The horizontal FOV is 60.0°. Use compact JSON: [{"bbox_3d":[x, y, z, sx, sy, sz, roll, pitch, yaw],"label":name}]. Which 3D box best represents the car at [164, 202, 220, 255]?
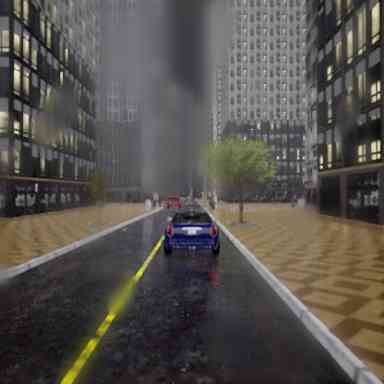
[{"bbox_3d":[-0.002,1.486,14.078,2.097,1.767,4.553,0,-1,0],"label":"car"}]

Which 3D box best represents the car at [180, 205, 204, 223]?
[{"bbox_3d":[-0.007,1.853,29.287,1.994,1.385,4.181,0,-1,0],"label":"car"}]

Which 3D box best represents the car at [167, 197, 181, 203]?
[{"bbox_3d":[-3.017,1.786,56.717,2.150,2.045,5.566,0,-1,0],"label":"car"}]
